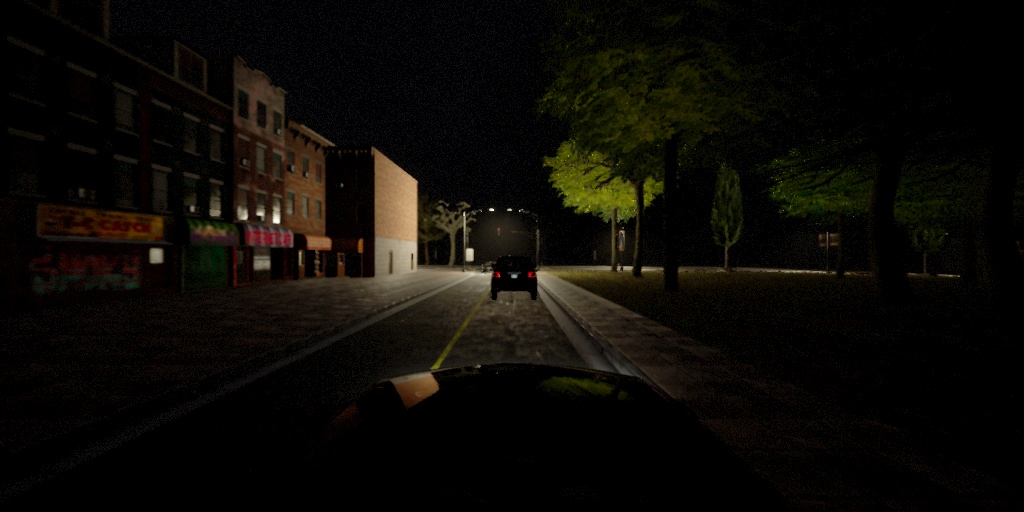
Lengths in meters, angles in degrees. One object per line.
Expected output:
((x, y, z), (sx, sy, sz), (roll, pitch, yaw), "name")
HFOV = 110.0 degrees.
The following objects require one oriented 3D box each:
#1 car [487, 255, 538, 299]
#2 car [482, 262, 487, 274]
((0.103, 0.995, 18.357), (2.150, 2.045, 5.566), (0, 0, 0), "car")
((-2.760, 1.434, 45.355), (1.837, 1.490, 4.892), (0, -1, 0), "car")
